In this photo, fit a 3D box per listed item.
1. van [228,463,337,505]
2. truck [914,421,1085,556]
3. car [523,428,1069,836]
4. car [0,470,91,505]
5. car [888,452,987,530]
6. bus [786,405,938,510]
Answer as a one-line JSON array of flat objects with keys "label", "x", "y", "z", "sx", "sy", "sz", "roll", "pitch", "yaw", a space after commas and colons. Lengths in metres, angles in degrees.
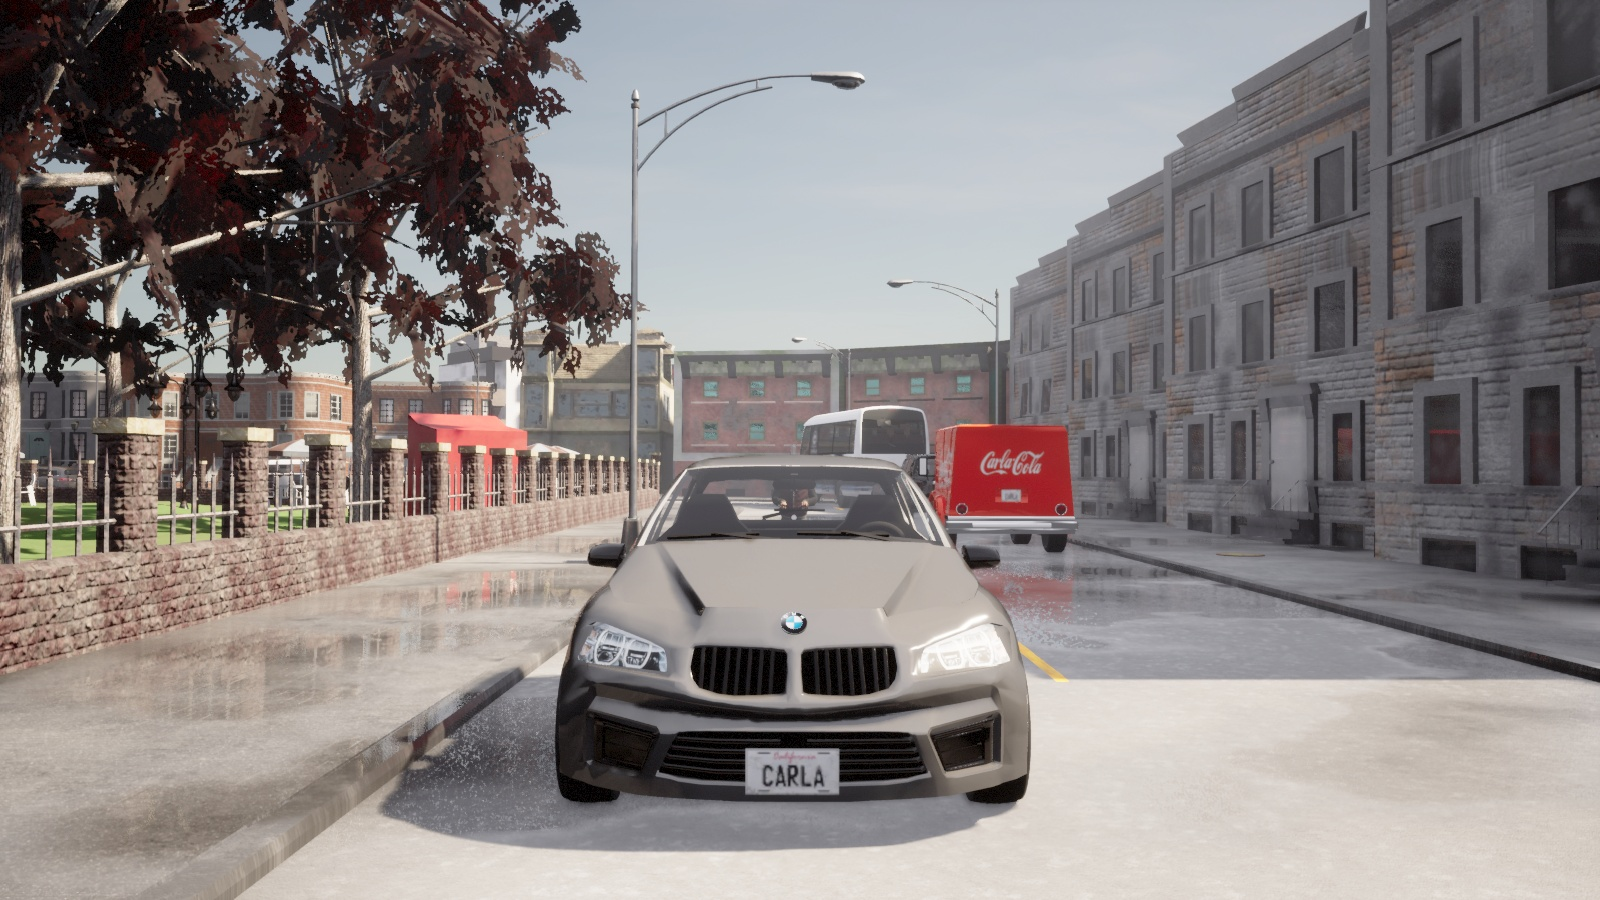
[{"label": "van", "x": -25.508, "y": 1.679, "z": 62.012, "sx": 4.480, "sy": 2.038, "sz": 2.069, "roll": 0, "pitch": -1, "yaw": 0}, {"label": "truck", "x": 3.884, "y": 0.741, "z": 25.617, "sx": 2.627, "sy": 2.467, "sz": 5.204, "roll": 0, "pitch": -1, "yaw": 0}, {"label": "car", "x": -0.031, "y": 0.784, "z": 7.470, "sx": 2.242, "sy": 1.667, "sz": 4.611, "roll": 0, "pitch": -1, "yaw": 0}, {"label": "car", "x": -37.937, "y": 1.849, "z": 61.961, "sx": 4.611, "sy": 1.667, "sz": 2.242, "roll": 0, "pitch": -1, "yaw": 0}, {"label": "car", "x": 3.836, "y": 1.121, "z": 35.976, "sx": 2.150, "sy": 2.045, "sz": 5.566, "roll": 0, "pitch": -1, "yaw": -1}, {"label": "bus", "x": 2.500, "y": 0.372, "z": 56.380, "sx": 3.944, "sy": 4.253, "sz": 10.273, "roll": 0, "pitch": -1, "yaw": -14}]
